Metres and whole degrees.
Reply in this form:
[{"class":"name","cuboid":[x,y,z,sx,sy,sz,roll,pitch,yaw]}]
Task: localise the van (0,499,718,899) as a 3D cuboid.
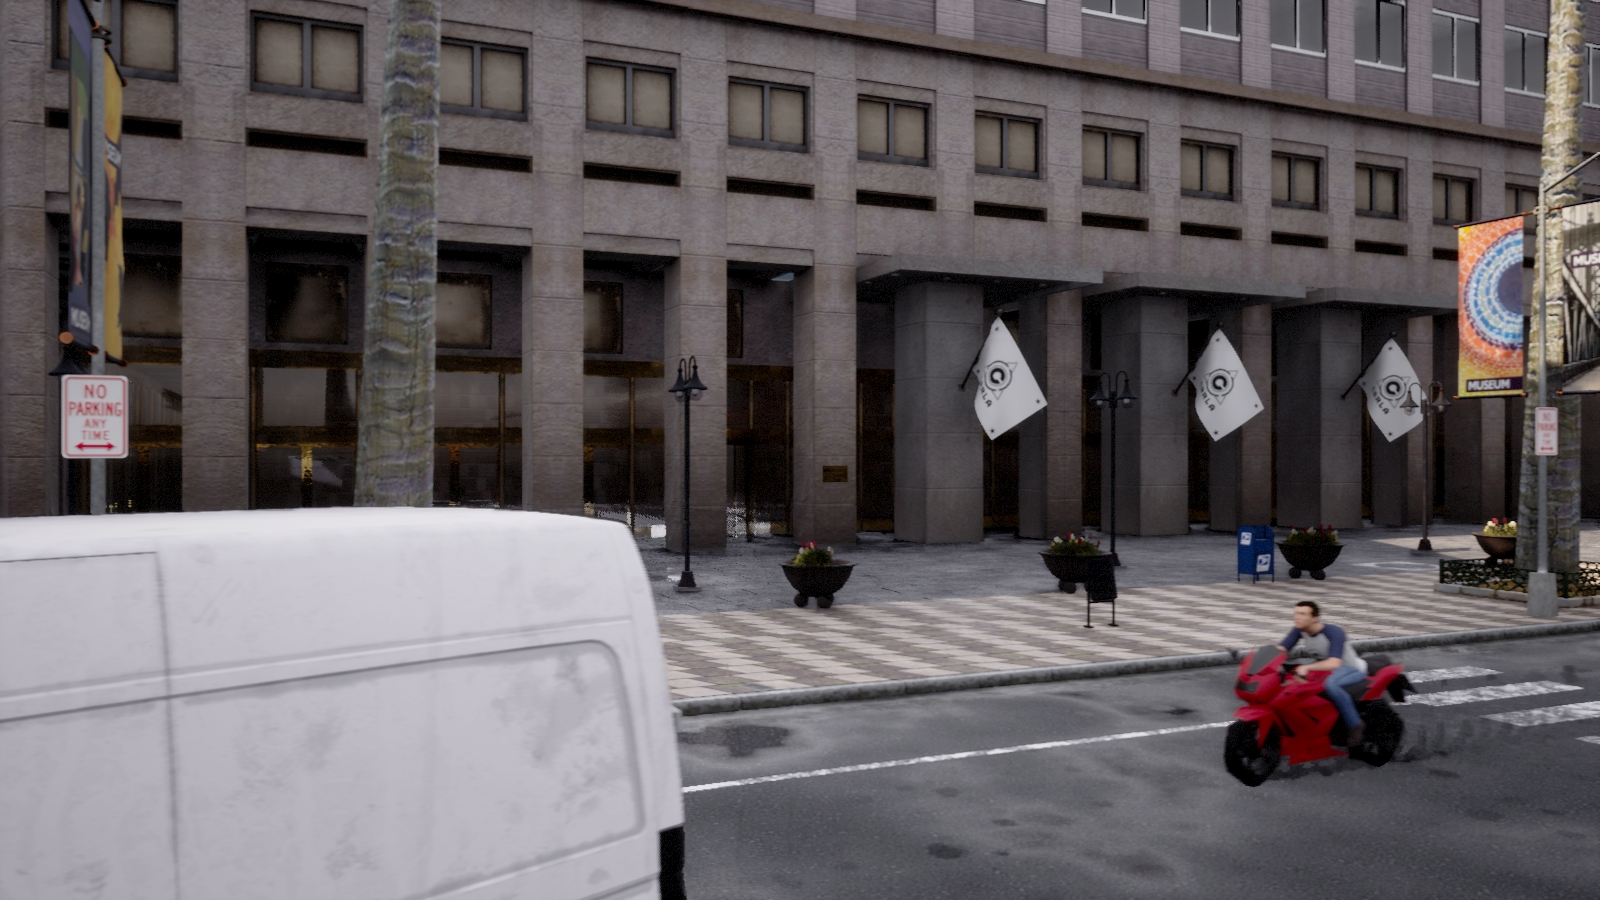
[{"class":"van","cuboid":[-3.143,1.534,3.232,5.915,2.561,1.988,0,0,-44]}]
